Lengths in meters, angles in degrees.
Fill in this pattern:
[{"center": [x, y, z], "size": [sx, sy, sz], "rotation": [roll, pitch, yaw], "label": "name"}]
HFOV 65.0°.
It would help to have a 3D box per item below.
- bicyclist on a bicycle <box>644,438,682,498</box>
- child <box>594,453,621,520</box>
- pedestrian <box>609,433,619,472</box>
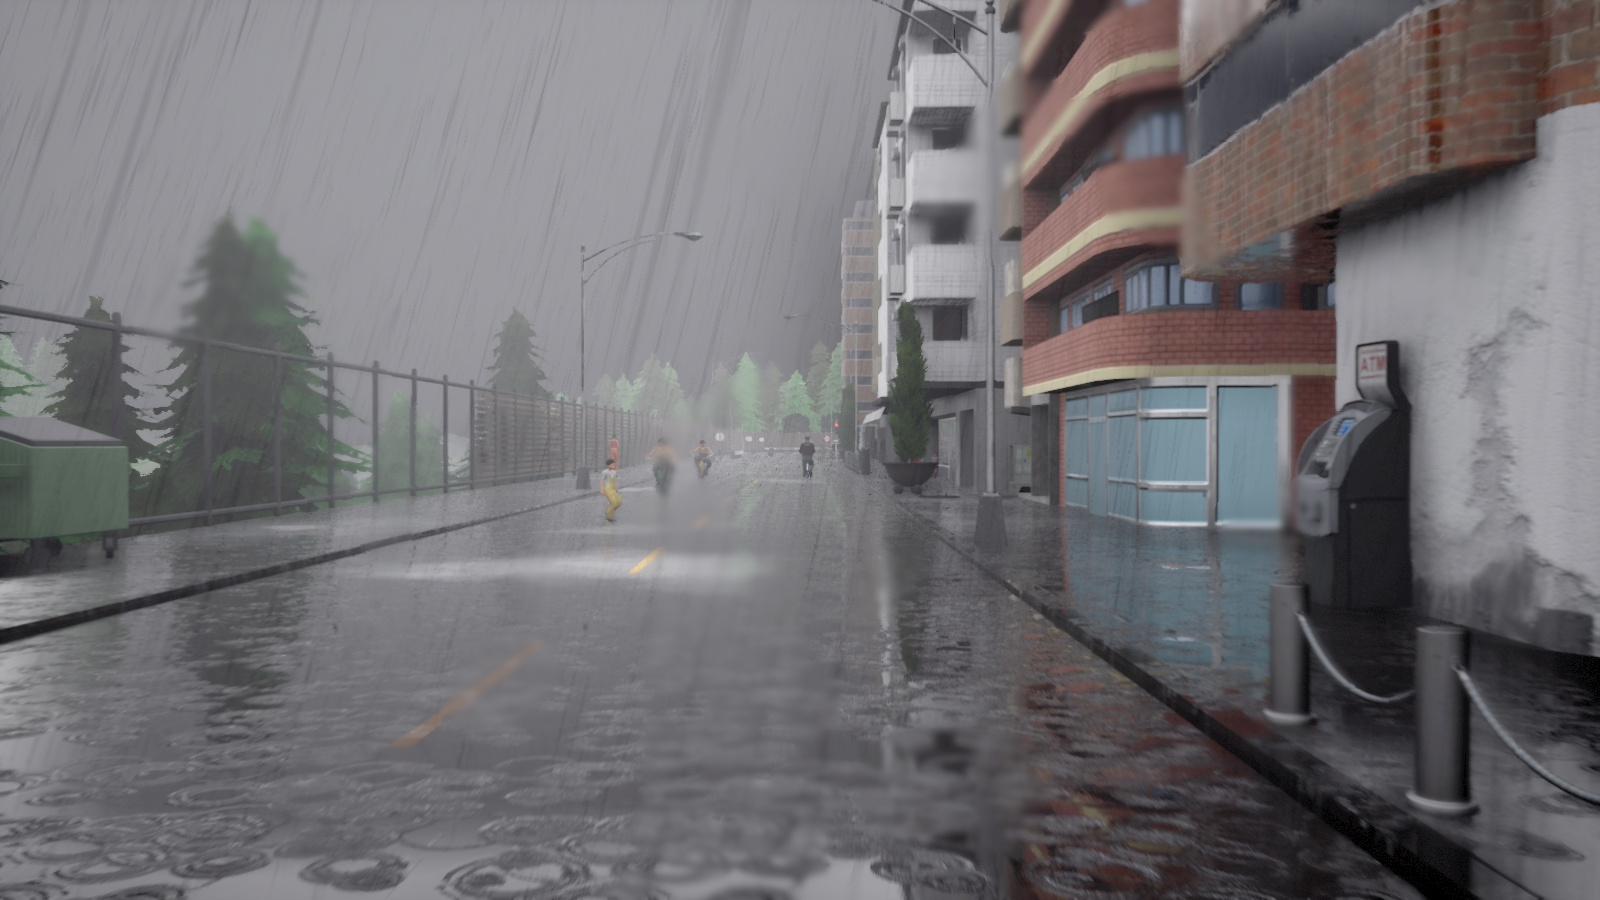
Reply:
[{"center": [-3.786, 0.484, 34.695], "size": [0.866, 1.612, 1.509], "rotation": [0, 0, 1], "label": "bicyclist on a bicycle"}, {"center": [-3.649, 0.689, 23.835], "size": [0.437, 1.263, 0.270], "rotation": [0, 0, 27], "label": "child"}, {"center": [-8.818, 0.114, 59.576], "size": [0.345, 1.836, 0.594], "rotation": [0, 0, 2], "label": "pedestrian"}]
